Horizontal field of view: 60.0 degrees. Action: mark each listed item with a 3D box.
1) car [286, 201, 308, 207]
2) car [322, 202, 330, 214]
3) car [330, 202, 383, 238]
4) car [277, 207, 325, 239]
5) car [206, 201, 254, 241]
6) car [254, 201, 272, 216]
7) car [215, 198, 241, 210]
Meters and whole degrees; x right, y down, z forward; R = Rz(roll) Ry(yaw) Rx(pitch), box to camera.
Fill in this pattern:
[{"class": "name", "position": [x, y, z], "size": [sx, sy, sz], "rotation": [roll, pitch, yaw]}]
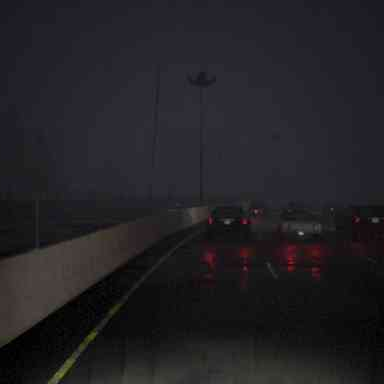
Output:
[{"class": "car", "position": [10.897, 1.676, 34.765], "size": [1.837, 1.490, 4.892], "rotation": [0, 0, 22]}, {"class": "car", "position": [14.888, 1.744, 35.192], "size": [1.994, 1.385, 4.181], "rotation": [0, 0, 24]}, {"class": "car", "position": [9.311, 1.447, 18.197], "size": [2.097, 1.767, 4.553], "rotation": [0, 0, 11]}, {"class": "car", "position": [5.648, 1.690, 18.016], "size": [1.895, 1.301, 4.718], "rotation": [0, 0, 12]}, {"class": "car", "position": [2.024, 1.432, 17.407], "size": [2.097, 1.767, 4.553], "rotation": [0, 0, 11]}, {"class": "car", "position": [7.167, 1.670, 34.866], "size": [1.837, 1.490, 4.892], "rotation": [0, 0, 22]}, {"class": "car", "position": [5.234, 1.709, 47.662], "size": [2.128, 1.511, 4.902], "rotation": [0, 0, 28]}]
